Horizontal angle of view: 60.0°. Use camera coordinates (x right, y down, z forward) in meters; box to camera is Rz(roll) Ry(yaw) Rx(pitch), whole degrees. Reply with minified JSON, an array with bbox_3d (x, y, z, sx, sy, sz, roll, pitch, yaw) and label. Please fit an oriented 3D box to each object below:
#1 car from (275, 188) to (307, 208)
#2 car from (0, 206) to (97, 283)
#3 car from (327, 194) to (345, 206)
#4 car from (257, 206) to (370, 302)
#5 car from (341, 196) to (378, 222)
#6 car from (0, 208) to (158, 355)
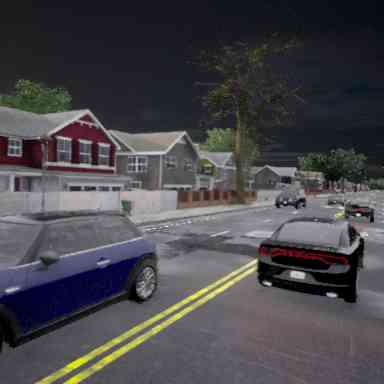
[{"bbox_3d":[10.309,0.644,34.268,2.150,2.045,5.566,3,2,30],"label":"car"},{"bbox_3d":[-4.912,1.193,7.605,2.033,1.411,5.357,3,2,30],"label":"car"},{"bbox_3d":[18.062,0.982,41.273,1.837,1.490,4.892,3,1,30],"label":"car"},{"bbox_3d":[3.169,1.350,8.244,1.882,1.535,5.008,3,2,30],"label":"car"},{"bbox_3d":[12.295,1.243,24.244,1.837,1.490,4.892,3,2,30],"label":"car"},{"bbox_3d":[-2.513,1.129,5.234,2.097,1.767,4.553,3,2,30],"label":"car"}]
